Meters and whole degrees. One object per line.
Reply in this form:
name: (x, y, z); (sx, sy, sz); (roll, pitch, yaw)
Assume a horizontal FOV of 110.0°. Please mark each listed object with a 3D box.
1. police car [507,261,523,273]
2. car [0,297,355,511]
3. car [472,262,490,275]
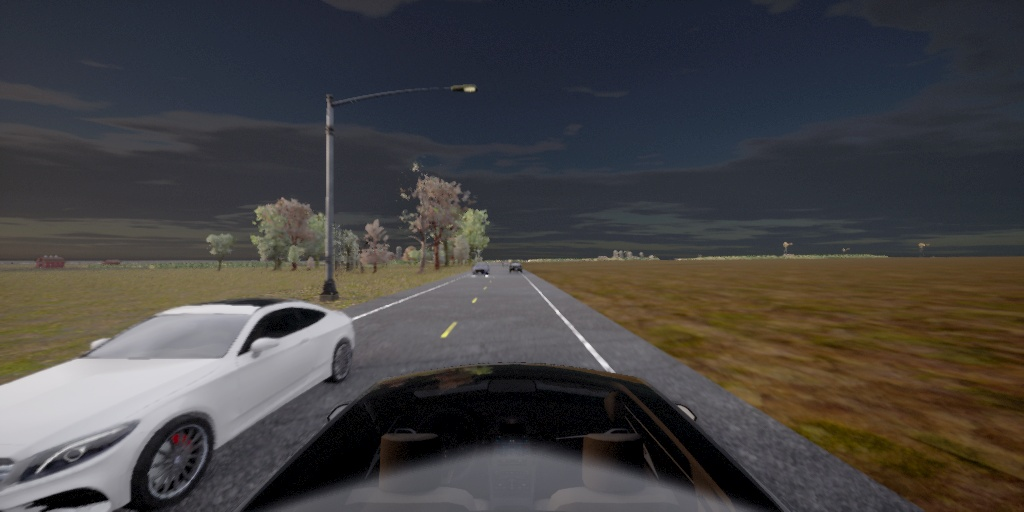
police car: (0.556, 1.690, 53.370); (1.930, 1.638, 5.238); (0, -1, -1)
car: (-3.606, 1.303, 4.479); (1.812, 1.442, 4.674); (0, -1, 0)
car: (-3.945, 1.540, 45.872); (2.097, 1.767, 4.553); (0, -1, -1)
